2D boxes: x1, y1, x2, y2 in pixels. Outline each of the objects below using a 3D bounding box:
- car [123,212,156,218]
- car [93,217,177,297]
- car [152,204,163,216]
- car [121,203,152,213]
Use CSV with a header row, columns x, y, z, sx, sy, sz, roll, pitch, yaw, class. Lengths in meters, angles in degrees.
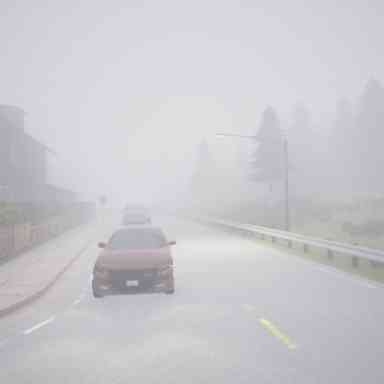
x,y,z,sx,sy,sz,roll,pitch,yaw,class
-3.113,2.119,19.536,1.895,1.301,4.718,-1,-1,-11,car
-1.511,1.737,9.573,1.882,1.535,5.008,-1,-1,-6,car
-6.002,2.567,48.885,2.097,1.767,4.553,0,-2,-27,car
-5.100,2.019,30.053,2.150,2.045,5.566,-1,-1,-10,car
